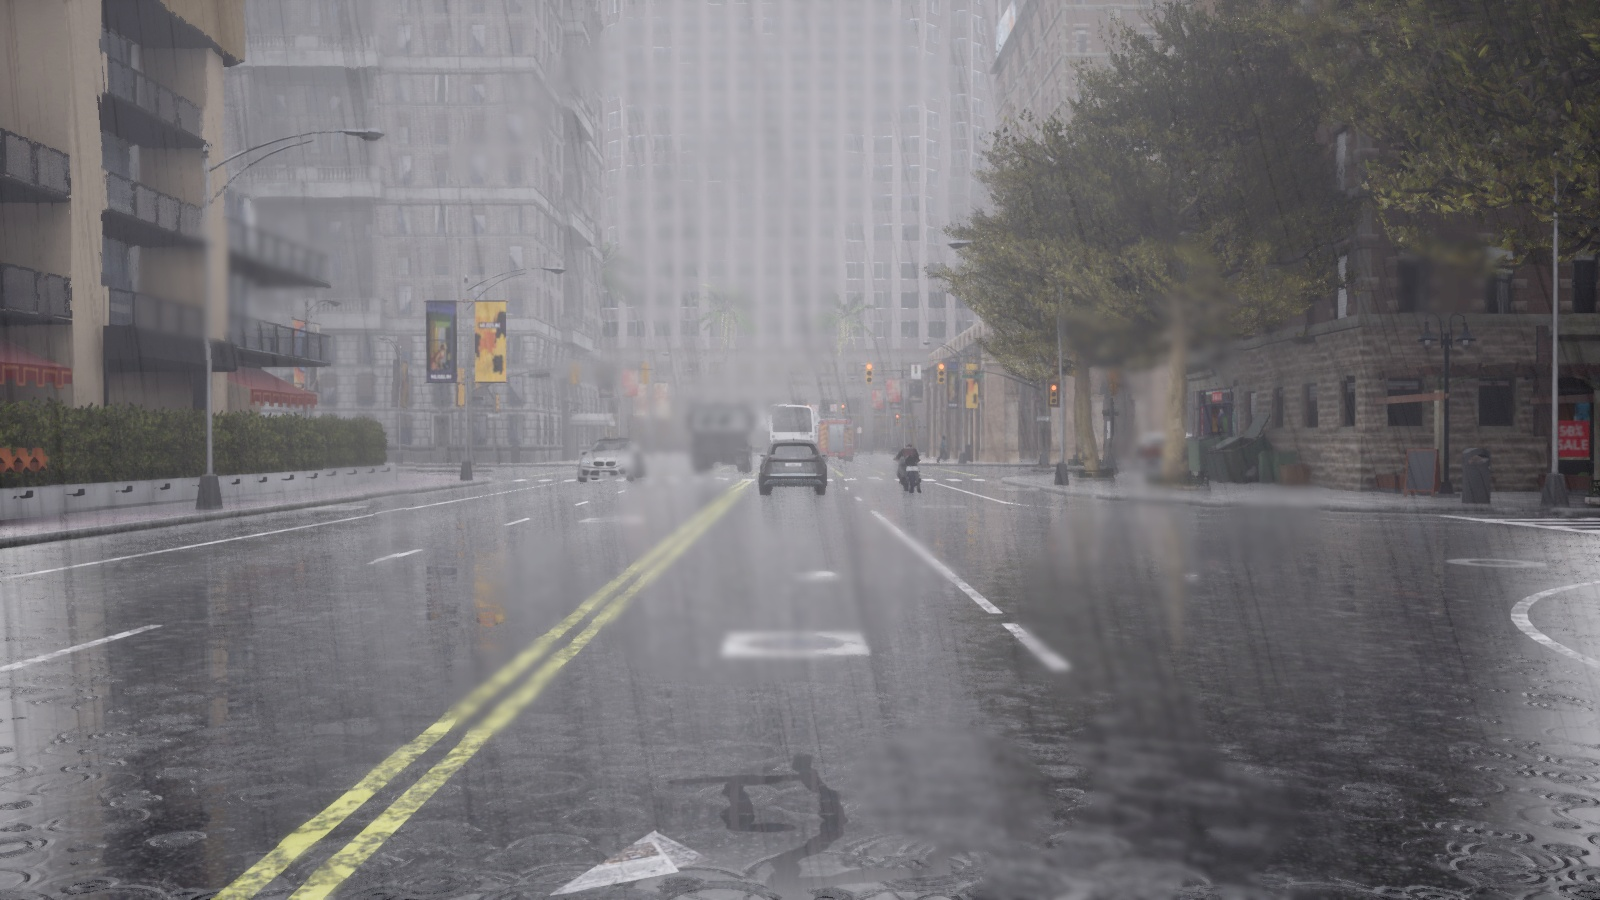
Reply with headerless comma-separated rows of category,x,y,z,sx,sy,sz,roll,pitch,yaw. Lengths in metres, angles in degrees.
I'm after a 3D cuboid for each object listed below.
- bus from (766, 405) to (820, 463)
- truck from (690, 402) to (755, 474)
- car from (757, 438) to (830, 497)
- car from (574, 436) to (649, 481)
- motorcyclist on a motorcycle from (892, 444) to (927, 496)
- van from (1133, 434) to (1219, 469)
bus,-0.563,-1.176,96.592,3.944,4.253,10.273,0,0,0
truck,-3.861,-0.602,64.274,2.891,3.462,7.936,0,0,0
car,-0.196,0.465,37.376,2.033,1.649,4.856,0,0,0
car,-7.266,0.310,48.754,2.242,1.667,4.611,0,0,0
motorcyclist on a motorcycle,3.298,0.569,38.045,0.866,1.530,2.191,0,0,0
van,22.090,0.071,73.871,4.480,2.038,2.069,0,0,1
